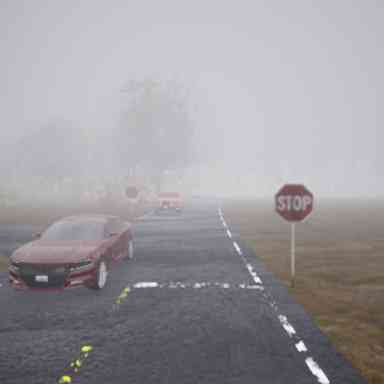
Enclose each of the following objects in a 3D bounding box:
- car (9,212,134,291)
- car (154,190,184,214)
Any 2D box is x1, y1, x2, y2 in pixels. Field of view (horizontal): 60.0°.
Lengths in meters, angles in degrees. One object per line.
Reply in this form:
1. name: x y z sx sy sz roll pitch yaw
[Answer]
1. car: -2.864 1.369 8.942 1.882 1.535 5.008 0 1 1
2. car: -1.972 0.858 29.989 2.150 2.045 5.566 0 1 4
